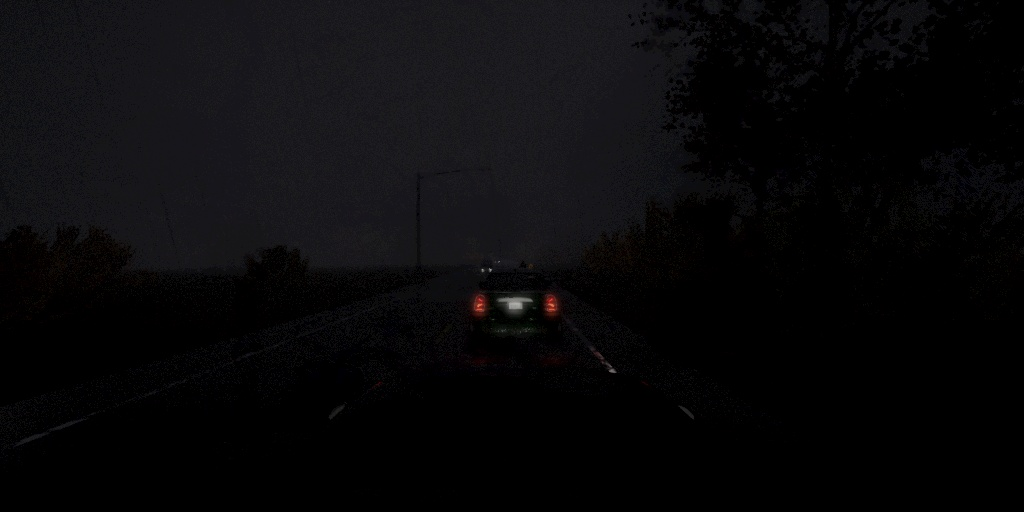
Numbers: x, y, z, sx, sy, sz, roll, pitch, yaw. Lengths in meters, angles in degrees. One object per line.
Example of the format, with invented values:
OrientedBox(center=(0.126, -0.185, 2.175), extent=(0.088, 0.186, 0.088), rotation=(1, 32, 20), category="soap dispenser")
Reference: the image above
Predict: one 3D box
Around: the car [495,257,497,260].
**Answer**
OrientedBox(center=(-4.036, 1.283, 58.115), extent=(2.033, 1.411, 5.357), rotation=(0, 0, -1), category="car")

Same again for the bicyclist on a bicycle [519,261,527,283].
OrientedBox(center=(0.840, 1.193, 27.354), extent=(0.582, 1.620, 1.656), rotation=(0, 0, 0), category="bicyclist on a bicycle")

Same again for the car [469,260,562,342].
OrientedBox(center=(0.072, 1.099, 9.893), extent=(2.097, 1.767, 4.553), rotation=(0, 0, 0), category="car")

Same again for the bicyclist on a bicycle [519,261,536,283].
OrientedBox(center=(0.903, 1.181, 17.237), extent=(0.866, 1.612, 1.509), rotation=(0, 0, 0), category="bicyclist on a bicycle")
